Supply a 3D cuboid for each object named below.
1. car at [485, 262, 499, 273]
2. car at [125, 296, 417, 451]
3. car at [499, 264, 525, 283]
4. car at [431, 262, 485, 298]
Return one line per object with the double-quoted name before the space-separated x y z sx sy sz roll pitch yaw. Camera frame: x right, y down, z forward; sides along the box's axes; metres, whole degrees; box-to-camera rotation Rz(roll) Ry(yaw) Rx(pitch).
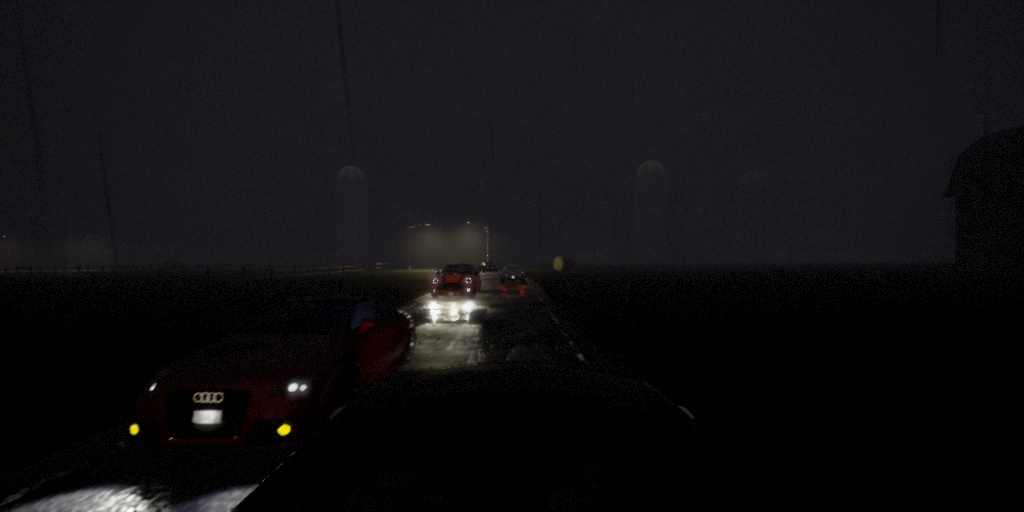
"car" -3.354 1.513 47.975 2.033 1.411 5.357 0 0 -20
"car" -2.850 1.321 5.354 1.994 1.385 4.181 0 0 0
"car" 0.029 1.402 29.700 1.812 1.442 4.674 0 0 -2
"car" -2.810 1.169 18.800 2.097 1.767 4.553 0 0 0
